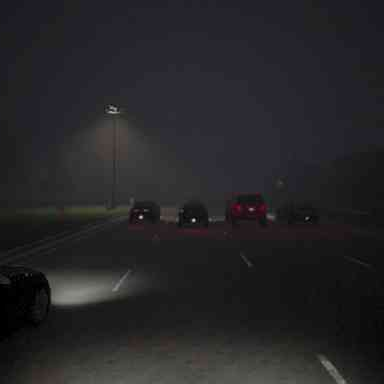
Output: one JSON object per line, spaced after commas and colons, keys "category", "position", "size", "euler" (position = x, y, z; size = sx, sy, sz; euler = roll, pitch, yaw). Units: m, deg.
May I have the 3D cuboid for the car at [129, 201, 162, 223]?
{"category": "car", "position": [-3.395, 1.411, 24.581], "size": [1.837, 1.490, 4.892], "euler": [0, 0, 0]}

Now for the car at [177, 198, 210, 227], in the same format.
{"category": "car", "position": [0.105, 1.421, 22.162], "size": [1.837, 1.490, 4.892], "euler": [0, 0, 0]}

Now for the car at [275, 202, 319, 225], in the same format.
{"category": "car", "position": [7.104, 1.405, 22.924], "size": [2.128, 1.511, 4.902], "euler": [0, 0, 0]}

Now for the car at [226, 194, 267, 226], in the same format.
{"category": "car", "position": [3.604, 1.135, 22.845], "size": [2.150, 2.045, 5.566], "euler": [0, 0, 0]}

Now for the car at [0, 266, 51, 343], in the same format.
{"category": "car", "position": [-3.398, 1.510, 3.945], "size": [1.812, 1.442, 4.674], "euler": [0, 0, 0]}

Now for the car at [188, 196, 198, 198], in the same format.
{"category": "car", "position": [0.107, 1.323, 44.415], "size": [2.128, 1.511, 4.902], "euler": [0, 0, 0]}
